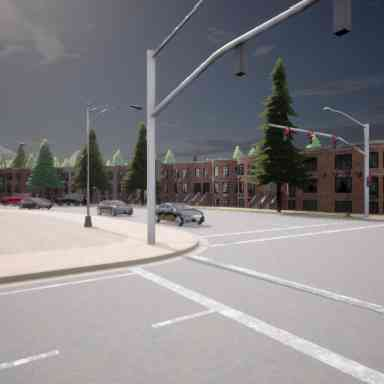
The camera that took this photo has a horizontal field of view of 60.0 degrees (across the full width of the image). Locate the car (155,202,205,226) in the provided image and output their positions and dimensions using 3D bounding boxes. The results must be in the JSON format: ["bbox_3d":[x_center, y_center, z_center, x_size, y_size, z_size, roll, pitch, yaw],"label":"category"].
[{"bbox_3d":[-1.072,1.492,23.352,2.128,1.511,4.902,0,0,-36],"label":"car"}]

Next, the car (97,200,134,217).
[{"bbox_3d":[-7.367,1.504,31.558,1.837,1.490,4.892,0,0,-41],"label":"car"}]

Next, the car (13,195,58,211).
[{"bbox_3d":[-19.557,1.506,41.521,4.892,1.490,1.837,0,-1,27],"label":"car"}]

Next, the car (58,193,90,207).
[{"bbox_3d":[-18.919,1.221,52.865,5.566,2.045,2.150,0,0,23],"label":"car"}]

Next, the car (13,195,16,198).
[{"bbox_3d":[-24.176,1.547,51.132,5.357,1.411,2.033,0,0,17],"label":"car"}]

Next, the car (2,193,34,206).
[{"bbox_3d":[-29.038,1.221,55.918,5.566,2.045,2.150,0,0,10],"label":"car"}]
